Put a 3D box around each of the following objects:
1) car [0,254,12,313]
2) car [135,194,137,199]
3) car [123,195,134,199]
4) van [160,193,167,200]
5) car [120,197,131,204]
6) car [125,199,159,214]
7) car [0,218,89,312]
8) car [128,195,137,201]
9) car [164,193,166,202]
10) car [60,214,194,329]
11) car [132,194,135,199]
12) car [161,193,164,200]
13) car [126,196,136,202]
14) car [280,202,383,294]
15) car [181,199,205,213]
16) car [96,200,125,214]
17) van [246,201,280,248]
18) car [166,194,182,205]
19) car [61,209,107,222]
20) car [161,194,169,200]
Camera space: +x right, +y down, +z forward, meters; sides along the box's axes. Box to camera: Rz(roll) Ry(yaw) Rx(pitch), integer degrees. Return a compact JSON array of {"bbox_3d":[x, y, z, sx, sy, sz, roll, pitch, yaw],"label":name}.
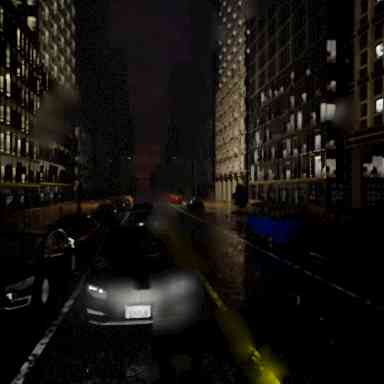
[{"bbox_3d":[-2.990,1.544,1.964,1.887,1.381,4.507,-1,0,-8],"label":"car"},{"bbox_3d":[-12.049,1.478,63.653,1.752,1.417,4.829,-1,0,-8],"label":"car"},{"bbox_3d":[-9.596,1.548,46.951,1.802,1.307,4.206,-1,0,-8],"label":"car"},{"bbox_3d":[-7.913,1.263,93.154,1.690,1.788,3.998,-1,0,-8],"label":"van"},{"bbox_3d":[-7.944,1.525,35.704,2.008,1.369,4.403,-1,0,-8],"label":"car"},{"bbox_3d":[-3.266,1.461,22.417,1.882,1.535,5.008,0,0,-8],"label":"car"},{"bbox_3d":[-3.817,1.546,7.587,2.008,1.369,4.403,-1,0,-8],"label":"car"},{"bbox_3d":[-15.376,1.482,86.314,2.008,1.369,4.403,-1,0,-8],"label":"car"},{"bbox_3d":[-3.784,1.262,65.039,2.192,1.841,5.009,-1,0,-8],"label":"car"},{"bbox_3d":[-1.149,1.486,7.294,2.128,1.511,4.902,0,0,-8],"label":"car"},{"bbox_3d":[-10.423,1.401,52.574,1.967,1.590,4.097,-1,0,-8],"label":"car"},{"bbox_3d":[-5.434,1.378,76.285,1.967,1.590,4.097,-1,0,-8],"label":"car"},{"bbox_3d":[-13.725,1.508,75.068,1.947,1.339,4.313,-1,0,-8],"label":"car"},{"bbox_3d":[4.473,1.306,8.805,2.192,1.841,5.009,-1,0,-8],"label":"car"},{"bbox_3d":[0.347,1.521,36.921,2.008,1.369,4.403,-1,0,-8],"label":"car"},{"bbox_3d":[-6.293,1.534,24.458,2.008,1.369,4.403,-1,0,-8],"label":"car"},{"bbox_3d":[3.648,1.328,14.428,1.690,1.788,3.998,-1,0,-8],"label":"van"},{"bbox_3d":[-2.958,1.267,59.415,2.192,1.841,5.009,-1,0,-8],"label":"car"},{"bbox_3d":[-4.641,1.574,13.211,1.802,1.307,4.206,-1,0,-8],"label":"car"},{"bbox_3d":[-7.086,1.367,87.532,1.967,1.590,4.097,-1,0,-8],"label":"car"}]
